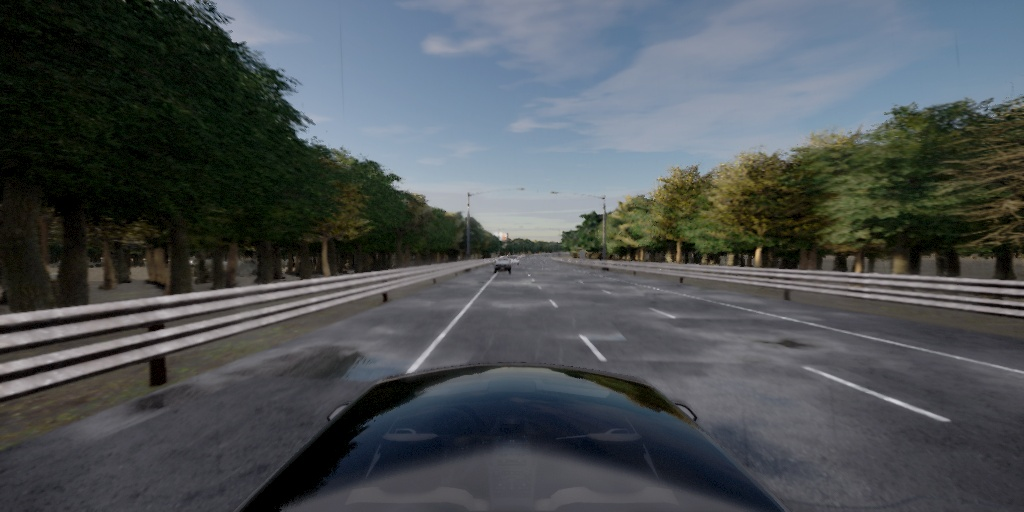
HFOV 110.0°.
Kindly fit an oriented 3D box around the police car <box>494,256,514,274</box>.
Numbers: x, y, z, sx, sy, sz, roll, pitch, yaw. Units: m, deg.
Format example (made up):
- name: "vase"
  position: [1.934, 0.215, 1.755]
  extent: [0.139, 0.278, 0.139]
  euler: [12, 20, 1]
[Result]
- name: "police car"
  position: [-1.059, 1.159, 41.451]
  extent: [1.930, 1.638, 5.238]
  euler: [0, 0, 0]
